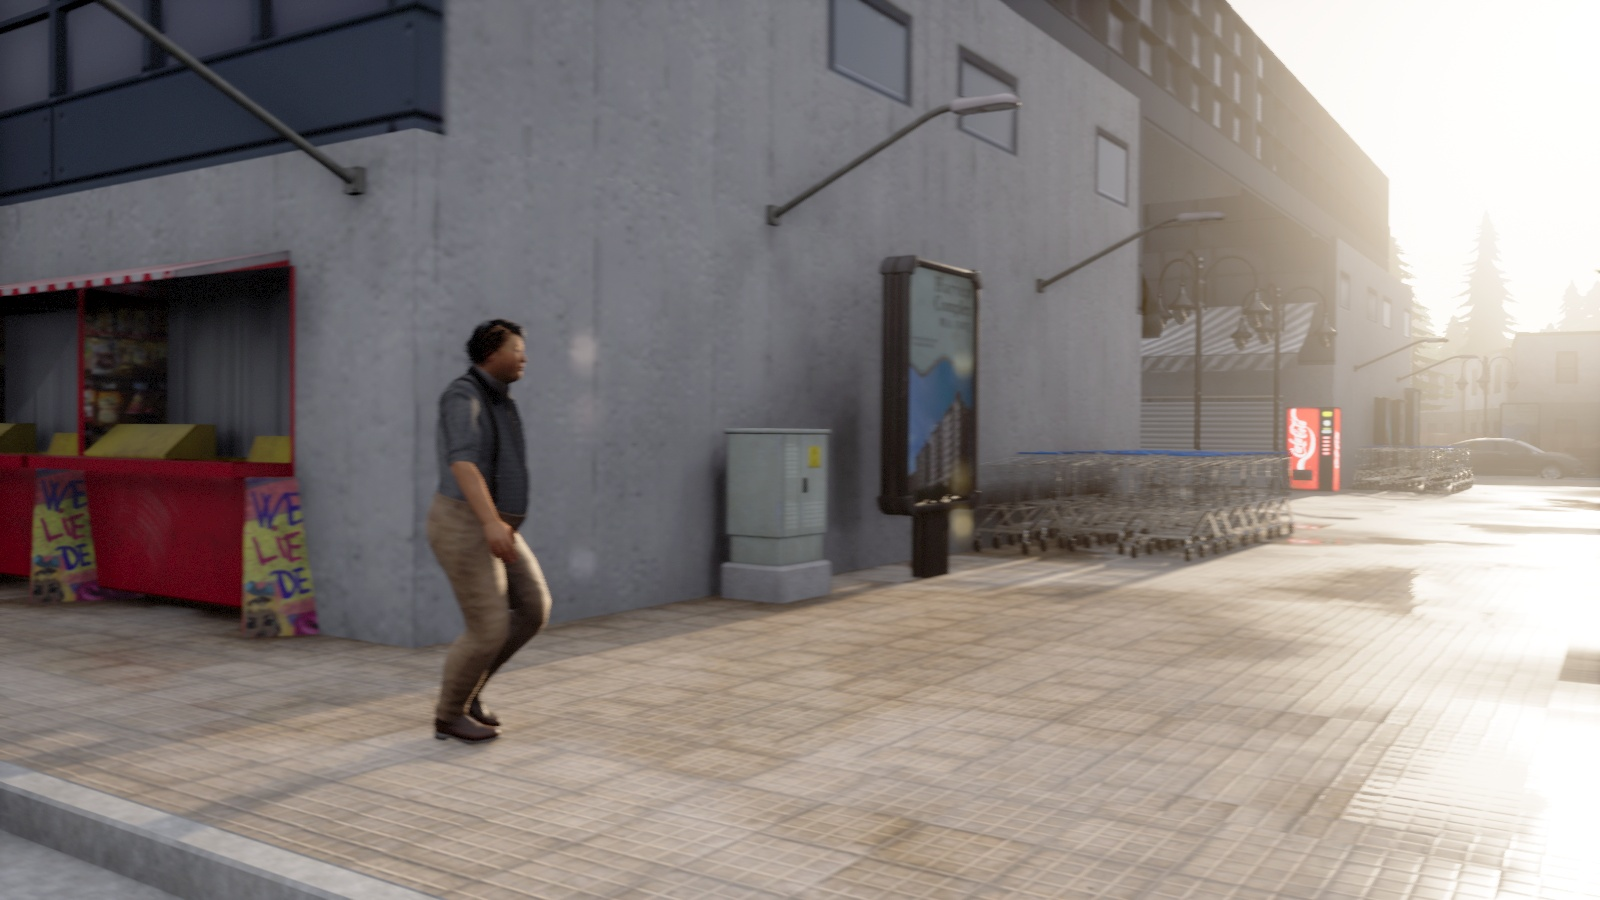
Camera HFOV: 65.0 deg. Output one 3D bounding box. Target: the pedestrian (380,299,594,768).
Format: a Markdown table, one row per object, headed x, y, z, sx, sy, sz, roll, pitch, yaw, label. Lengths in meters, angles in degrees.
| x | y | z | sx | sy | sz | roll | pitch | yaw | label |
| --- | --- | --- | --- | --- | --- | --- | --- | --- | --- |
| -1.293 | 0.331 | 5.265 | 0.694 | 1.848 | 0.540 | 0 | 1 | 9 | pedestrian |

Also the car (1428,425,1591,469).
| x | y | z | sx | sy | sz | roll | pitch | yaw | label |
| --- | --- | --- | --- | --- | --- | --- | --- | --- | --- |
| 25.195 | -0.102 | 44.669 | 4.892 | 1.490 | 1.837 | 0 | 1 | 35 | car |

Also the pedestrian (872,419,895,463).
| x | y | z | sx | sy | sz | roll | pitch | yaw | label |
| --- | --- | --- | --- | --- | --- | --- | --- | --- | --- |
| 3.642 | -0.389 | 54.805 | 0.849 | 1.883 | 0.563 | 0 | 1 | 37 | pedestrian |
